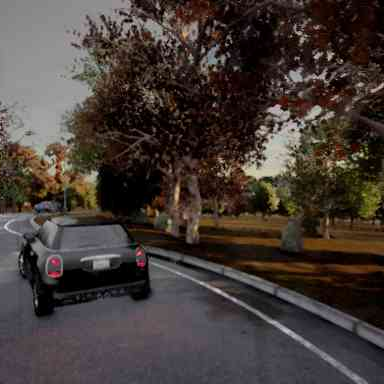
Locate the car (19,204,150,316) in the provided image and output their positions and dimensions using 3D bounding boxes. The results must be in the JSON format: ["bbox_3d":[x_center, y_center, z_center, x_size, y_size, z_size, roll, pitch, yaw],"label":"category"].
[{"bbox_3d":[-2.721,1.317,7.839,2.097,1.767,4.553,0,0,-31],"label":"car"}]

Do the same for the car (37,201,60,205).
[{"bbox_3d":[-16.429,1.744,38.761,2.033,1.411,5.357,0,-2,-1],"label":"car"}]
